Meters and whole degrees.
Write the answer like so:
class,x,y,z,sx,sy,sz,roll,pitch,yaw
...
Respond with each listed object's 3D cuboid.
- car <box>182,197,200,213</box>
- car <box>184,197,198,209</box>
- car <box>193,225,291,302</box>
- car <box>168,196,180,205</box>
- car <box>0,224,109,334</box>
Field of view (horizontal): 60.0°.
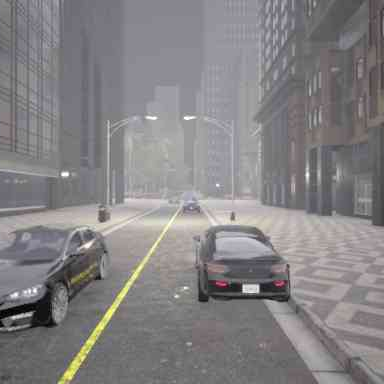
class,x,y,z,sx,sy,sz,roll,pitch,yaw
car,-0.059,1.532,37.469,1.812,1.442,4.674,0,0,0
car,-0.160,1.513,47.353,1.837,1.490,4.892,0,0,0
car,1.022,1.527,8.116,1.812,1.442,4.674,0,0,0
car,-3.221,1.504,59.848,2.128,1.511,4.902,0,0,0
car,-3.125,1.492,7.080,2.128,1.511,4.902,0,0,0
